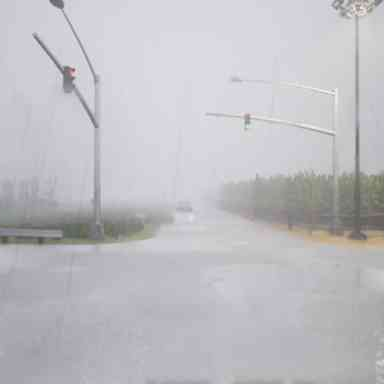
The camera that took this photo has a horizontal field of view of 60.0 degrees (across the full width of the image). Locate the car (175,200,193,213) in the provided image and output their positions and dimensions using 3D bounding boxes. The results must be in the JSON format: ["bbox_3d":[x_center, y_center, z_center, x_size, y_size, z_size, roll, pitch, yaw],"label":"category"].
[{"bbox_3d":[-0.946,1.698,39.908,1.882,1.535,5.008,0,1,-3],"label":"car"}]
